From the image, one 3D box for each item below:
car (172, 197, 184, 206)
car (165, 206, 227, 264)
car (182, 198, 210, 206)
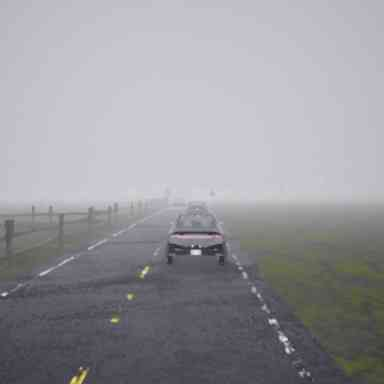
[{"bbox_3d":[-1.725,1.476,48.115,2.033,1.411,5.357,0,0,3],"label":"car"},{"bbox_3d":[0.151,1.475,11.734,2.128,1.511,4.902,0,0,1],"label":"car"},{"bbox_3d":[0.429,1.467,27.014,1.837,1.490,4.892,0,0,2],"label":"car"}]
